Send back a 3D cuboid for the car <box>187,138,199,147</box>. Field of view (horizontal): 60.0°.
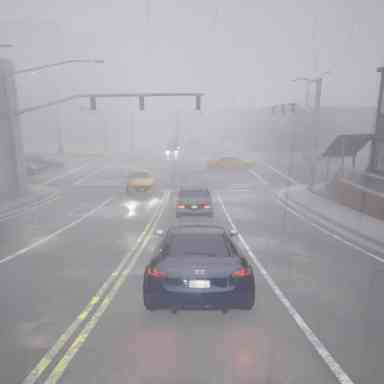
[{"bbox_3d":[0.180,-9.634,64.412,1.837,1.490,4.892,0,12,0],"label":"car"}]

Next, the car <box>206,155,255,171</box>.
[{"bbox_3d":[3.959,-3.061,34.339,5.008,1.535,1.882,0,12,0],"label":"car"}]

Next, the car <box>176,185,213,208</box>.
[{"bbox_3d":[0.115,0.361,17.269,2.033,1.411,5.357,0,8,0],"label":"car"}]

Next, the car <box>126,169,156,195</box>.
[{"bbox_3d":[-3.783,-0.890,24.326,1.882,1.535,5.008,-1,11,-11],"label":"car"}]

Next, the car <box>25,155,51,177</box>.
[{"bbox_3d":[-16.214,-2.445,30.978,4.553,1.767,2.097,0,12,0],"label":"car"}]

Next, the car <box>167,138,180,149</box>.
[{"bbox_3d":[-3.496,-8.294,58.760,1.895,1.301,4.718,0,12,-2],"label":"car"}]

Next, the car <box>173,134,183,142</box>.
[{"bbox_3d":[-3.411,-10.490,68.407,2.128,1.511,4.902,0,12,0],"label":"car"}]

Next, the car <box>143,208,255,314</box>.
[{"bbox_3d":[0.113,1.346,7.385,1.994,1.385,4.181,0,3,0],"label":"car"}]

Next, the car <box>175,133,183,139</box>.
[{"bbox_3d":[-3.386,-14.792,87.997,1.812,1.442,4.674,0,12,0],"label":"car"}]

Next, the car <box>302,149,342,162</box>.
[{"bbox_3d":[16.172,-4.551,41.339,4.674,1.442,1.812,0,12,0],"label":"car"}]

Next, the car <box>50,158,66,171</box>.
[{"bbox_3d":[-15.595,-3.035,34.471,4.674,1.442,1.812,0,12,0],"label":"car"}]
